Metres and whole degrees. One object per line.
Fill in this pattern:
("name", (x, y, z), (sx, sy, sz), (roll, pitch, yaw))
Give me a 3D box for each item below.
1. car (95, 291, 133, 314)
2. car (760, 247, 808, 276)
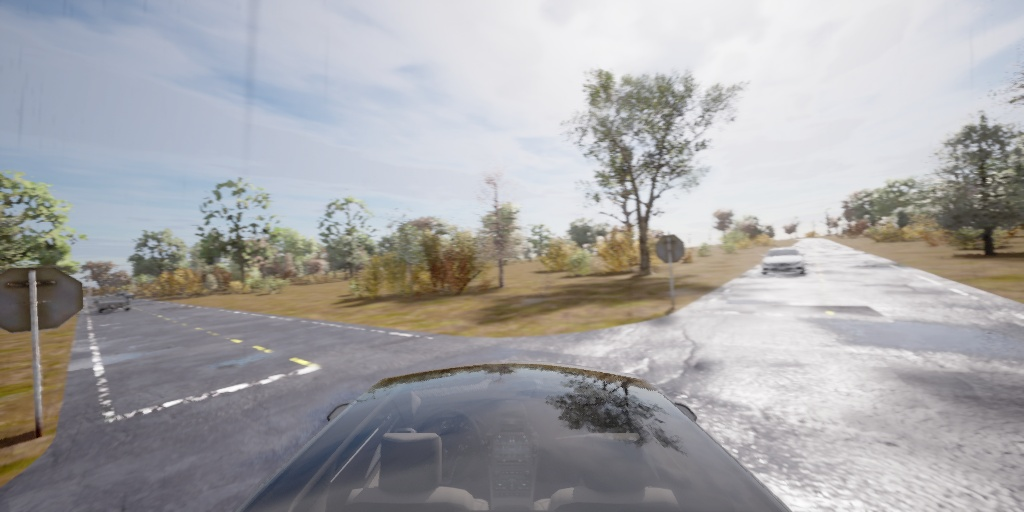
("car", (-35.944, 4.265, 32.321), (4.892, 1.490, 1.837), (-5, -1, 40))
("car", (15.279, 0.243, 20.165), (1.812, 1.442, 4.674), (-5, 0, 40))
